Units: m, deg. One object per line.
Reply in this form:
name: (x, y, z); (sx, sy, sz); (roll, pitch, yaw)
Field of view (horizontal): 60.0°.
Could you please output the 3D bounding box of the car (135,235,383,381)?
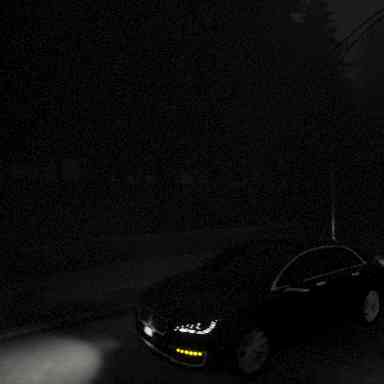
car: (1.431, 1.554, 5.620); (4.892, 1.490, 1.837); (1, -1, -36)
